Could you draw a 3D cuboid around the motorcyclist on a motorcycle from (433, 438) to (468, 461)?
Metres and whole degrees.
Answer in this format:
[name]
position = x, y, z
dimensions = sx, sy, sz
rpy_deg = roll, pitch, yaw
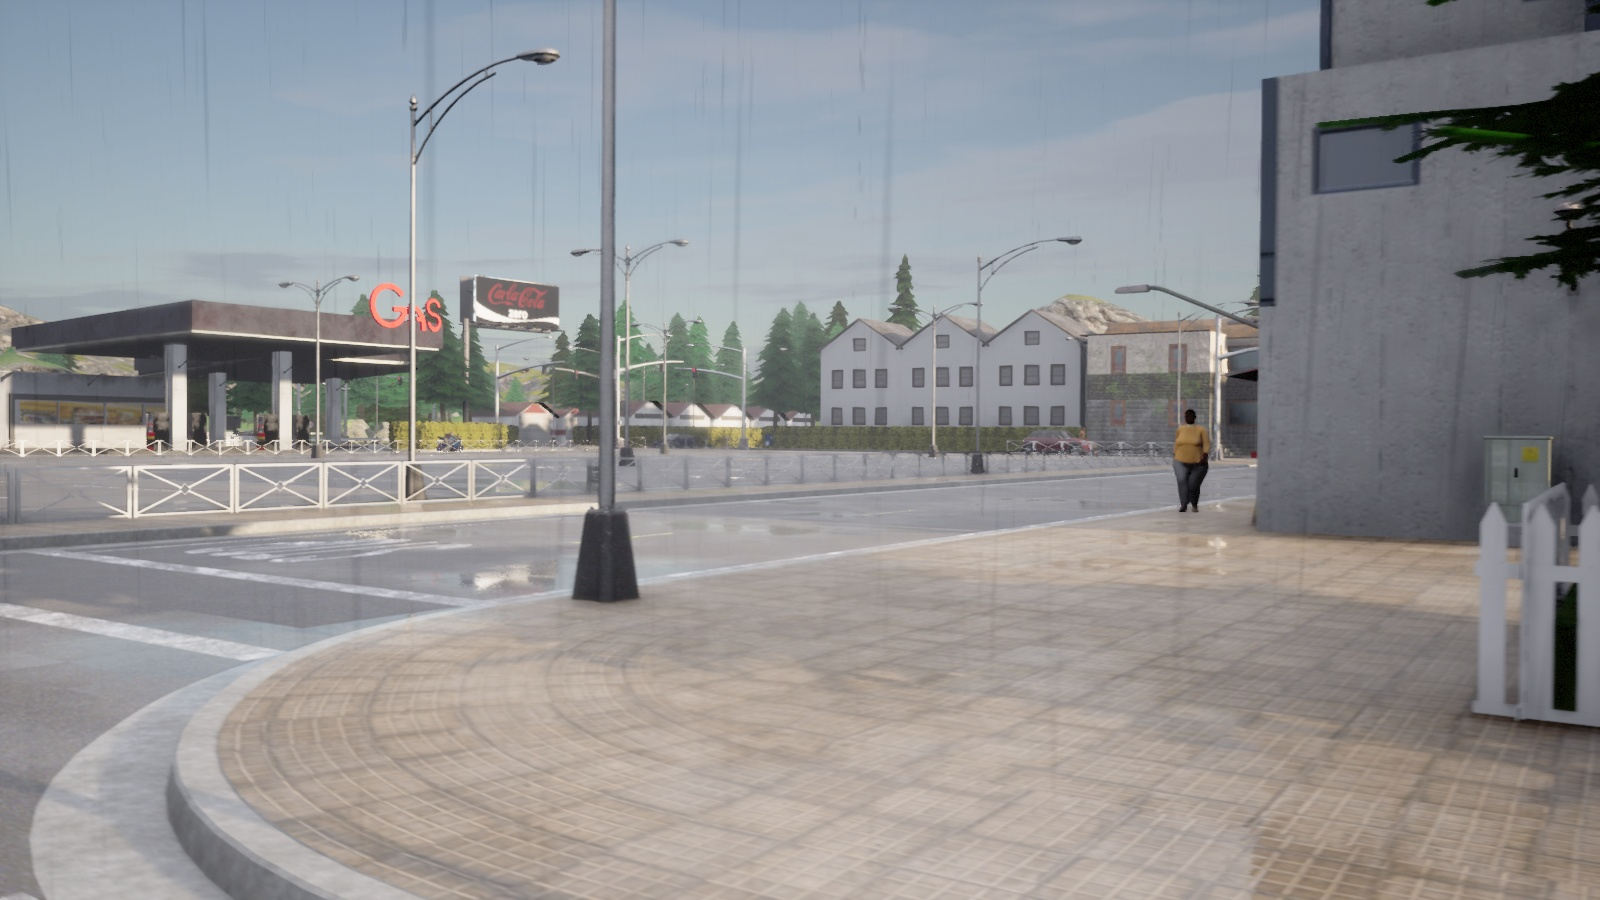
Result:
[motorcyclist on a motorcycle]
position = -23.338, -0.050, 83.806
dimensions = 0.866, 1.530, 2.191
rpy_deg = 0, 1, 34

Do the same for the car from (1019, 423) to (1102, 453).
[car]
position = 15.993, -0.736, 77.175
dimensions = 4.553, 1.767, 2.097
rpy_deg = 0, 1, 34

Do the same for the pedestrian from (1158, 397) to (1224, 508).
[pedestrian]
position = 6.701, 0.037, 21.510
dimensions = 0.874, 1.855, 0.900
rpy_deg = 0, 1, 31
